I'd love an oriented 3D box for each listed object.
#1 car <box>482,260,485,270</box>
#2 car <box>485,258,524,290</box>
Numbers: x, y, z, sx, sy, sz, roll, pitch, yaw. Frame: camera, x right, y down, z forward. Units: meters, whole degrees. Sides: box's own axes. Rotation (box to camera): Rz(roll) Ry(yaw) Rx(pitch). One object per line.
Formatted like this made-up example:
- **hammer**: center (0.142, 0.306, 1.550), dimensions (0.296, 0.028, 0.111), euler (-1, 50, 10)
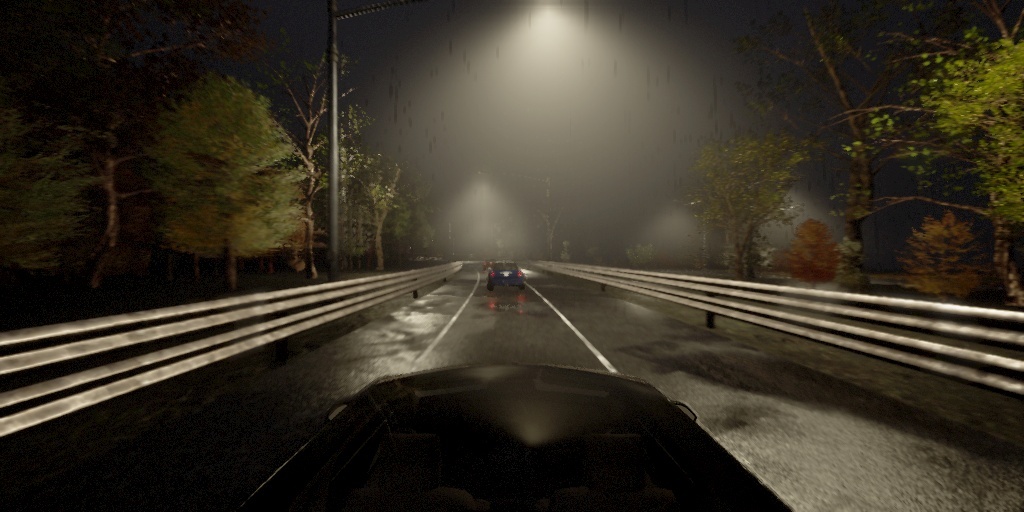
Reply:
- **car**: center (-3.208, 1.099, 51.533), dimensions (2.097, 1.767, 4.553), euler (0, 0, -8)
- **car**: center (-0.451, 1.109, 22.702), dimensions (2.097, 1.767, 4.553), euler (0, 0, -3)
